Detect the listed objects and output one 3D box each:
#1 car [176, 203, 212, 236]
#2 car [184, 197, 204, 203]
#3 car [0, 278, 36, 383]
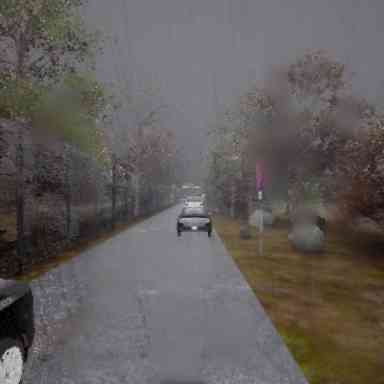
[{"bbox_3d":[0.131,1.597,18.971,2.128,1.511,4.902,0,-1,0],"label":"car"},{"bbox_3d":[0.221,1.561,38.770,2.150,2.045,5.566,0,-1,0],"label":"car"},{"bbox_3d":[-2.836,1.481,2.028,1.882,1.535,5.008,0,0,0],"label":"car"}]
